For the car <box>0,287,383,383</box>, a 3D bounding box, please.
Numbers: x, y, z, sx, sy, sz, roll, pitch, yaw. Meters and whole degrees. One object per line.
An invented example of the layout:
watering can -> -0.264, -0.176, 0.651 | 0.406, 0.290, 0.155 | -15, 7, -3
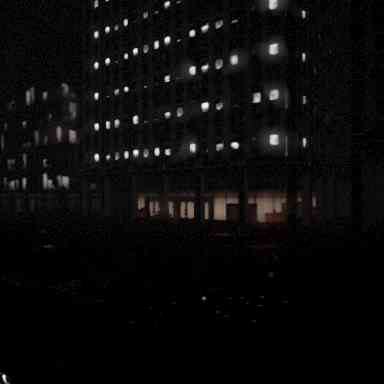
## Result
car -> -0.023, 1.572, 2.894 | 4.313, 1.339, 1.947 | 0, 0, 35
